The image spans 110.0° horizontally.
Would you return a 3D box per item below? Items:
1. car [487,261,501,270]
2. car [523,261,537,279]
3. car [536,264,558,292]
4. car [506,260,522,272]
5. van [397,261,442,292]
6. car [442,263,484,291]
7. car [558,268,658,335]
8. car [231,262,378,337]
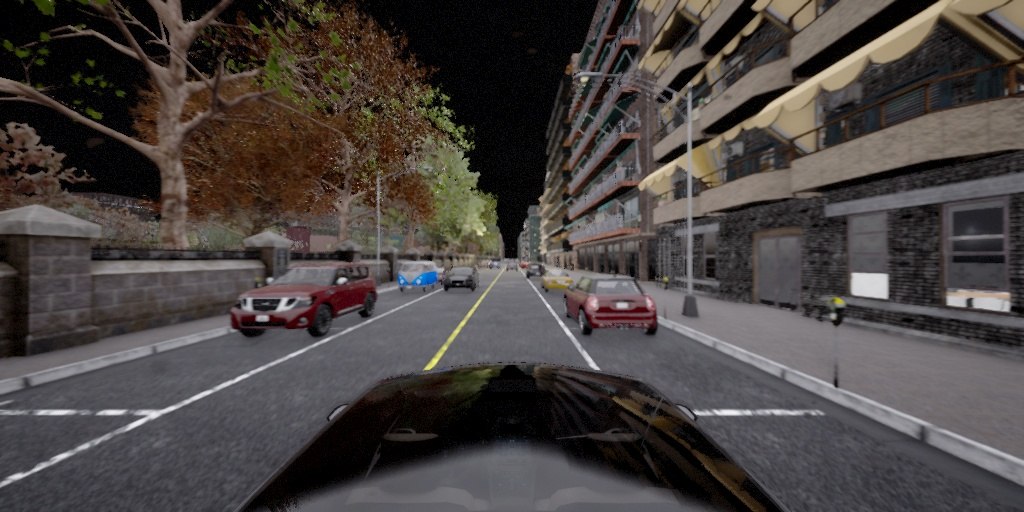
[{"bbox_3d":[-3.017,1.683,64.534,1.812,1.442,4.674,0,0,1],"label":"car"},{"bbox_3d":[2.357,1.486,35.597,1.812,1.442,4.674,0,0,0],"label":"car"},{"bbox_3d":[2.695,1.397,22.111,1.751,1.417,4.829,0,0,0],"label":"car"},{"bbox_3d":[0.008,1.641,55.136,2.033,1.411,5.357,0,0,0],"label":"car"},{"bbox_3d":[-5.686,1.214,21.941,1.690,1.789,3.998,0,0,0],"label":"van"},{"bbox_3d":[-3.095,1.383,22.825,1.837,1.490,4.892,0,0,0],"label":"car"},{"bbox_3d":[2.693,1.242,10.680,1.967,1.591,4.097,0,0,0],"label":"car"},{"bbox_3d":[-5.687,1.118,10.682,2.192,1.841,5.009,0,0,0],"label":"car"}]
